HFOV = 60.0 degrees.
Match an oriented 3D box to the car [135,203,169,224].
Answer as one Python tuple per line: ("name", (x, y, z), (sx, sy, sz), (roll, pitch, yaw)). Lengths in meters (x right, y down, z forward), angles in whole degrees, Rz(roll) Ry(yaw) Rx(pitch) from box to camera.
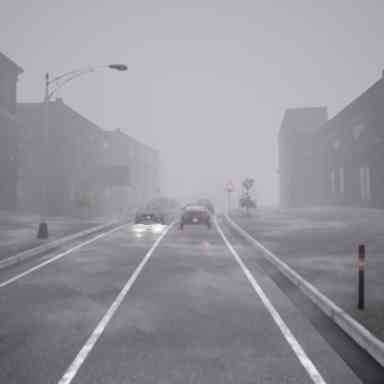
("car", (-2.815, 1.520, 24.004), (1.994, 1.385, 4.181), (0, -1, 3))

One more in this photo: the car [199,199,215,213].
("car", (1.542, 1.589, 38.737), (2.097, 1.767, 4.553), (-1, -1, 6))

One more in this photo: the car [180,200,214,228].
("car", (0.258, 1.452, 21.212), (1.812, 1.442, 4.674), (0, 0, 2))
